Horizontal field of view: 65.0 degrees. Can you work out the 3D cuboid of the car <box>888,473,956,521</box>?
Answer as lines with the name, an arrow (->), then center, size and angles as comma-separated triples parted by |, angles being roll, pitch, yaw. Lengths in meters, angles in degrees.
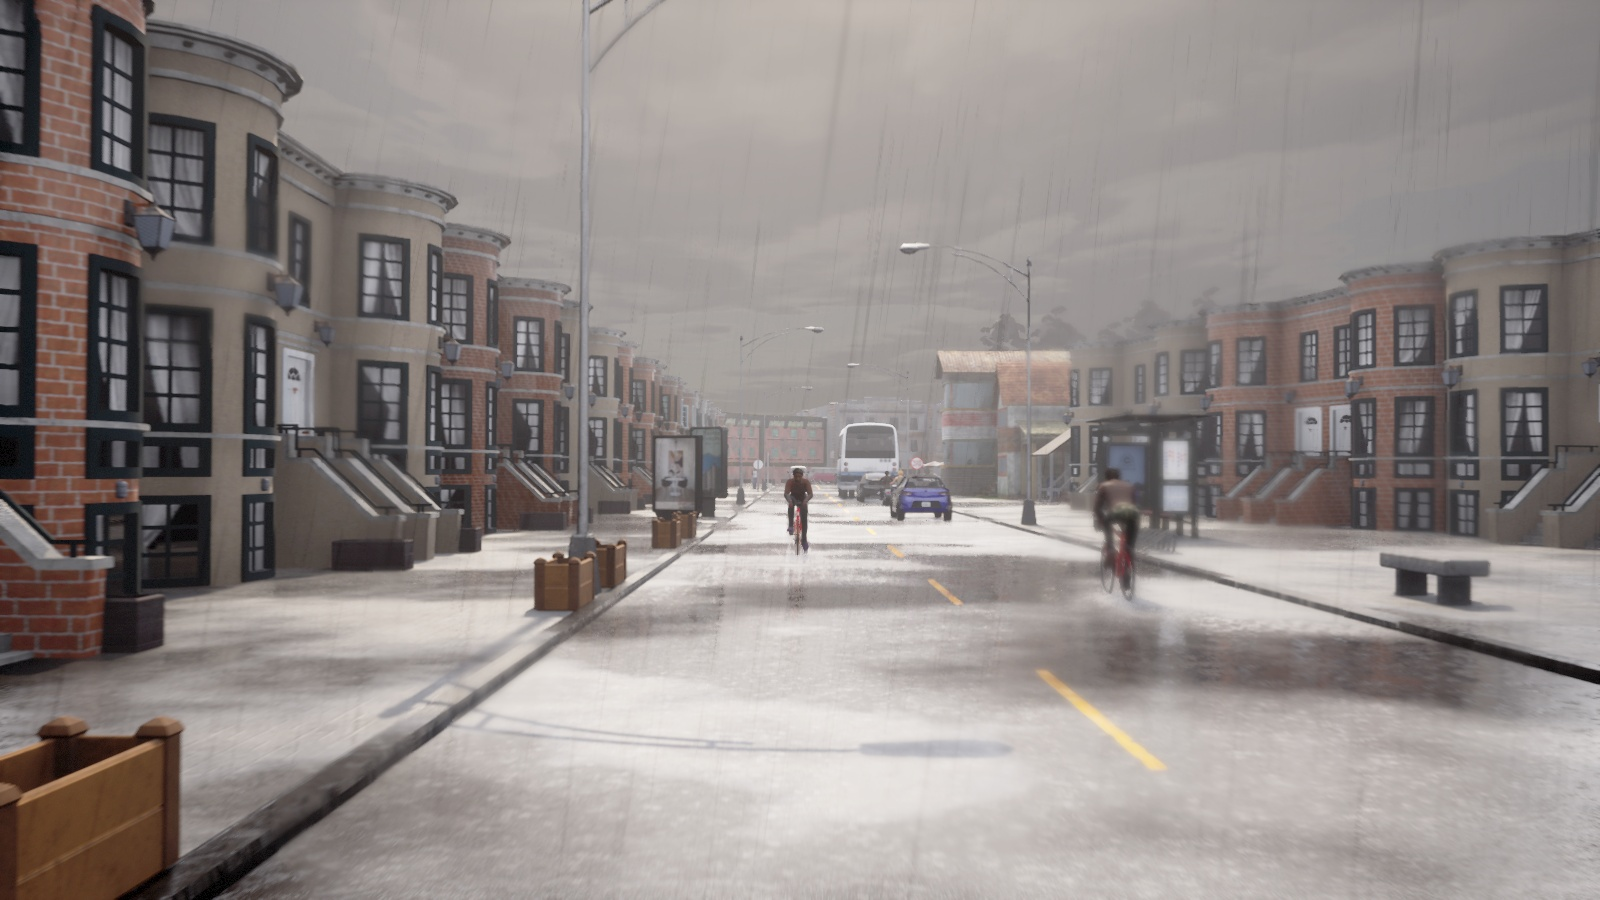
car -> 3.955, 1.505, 41.371 | 1.816, 1.474, 4.193 | 0, -1, 0

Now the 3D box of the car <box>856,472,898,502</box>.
car -> 3.935, 1.891, 64.967 | 1.837, 1.490, 4.892 | 0, -1, 0

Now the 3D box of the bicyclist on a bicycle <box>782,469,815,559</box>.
bicyclist on a bicycle -> -0.031, 1.160, 23.443 | 0.582, 1.620, 1.656 | 0, -1, 0

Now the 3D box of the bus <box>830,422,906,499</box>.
bus -> 3.910, 0.679, 75.060 | 3.944, 4.253, 10.273 | 0, -1, 0

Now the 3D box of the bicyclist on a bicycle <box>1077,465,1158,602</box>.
bicyclist on a bicycle -> 3.976, 1.016, 15.819 | 0.582, 1.620, 1.656 | 0, -1, 0
